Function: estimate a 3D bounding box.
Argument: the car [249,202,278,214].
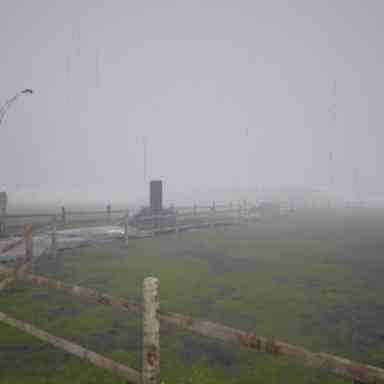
[{"bbox_3d":[8.778,1.949,40.743,1.895,1.301,4.718,0,0,36],"label":"car"}]

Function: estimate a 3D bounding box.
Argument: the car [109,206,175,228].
[{"bbox_3d":[-3.385,1.707,23.891,2.033,1.411,5.357,0,0,36],"label":"car"}]
